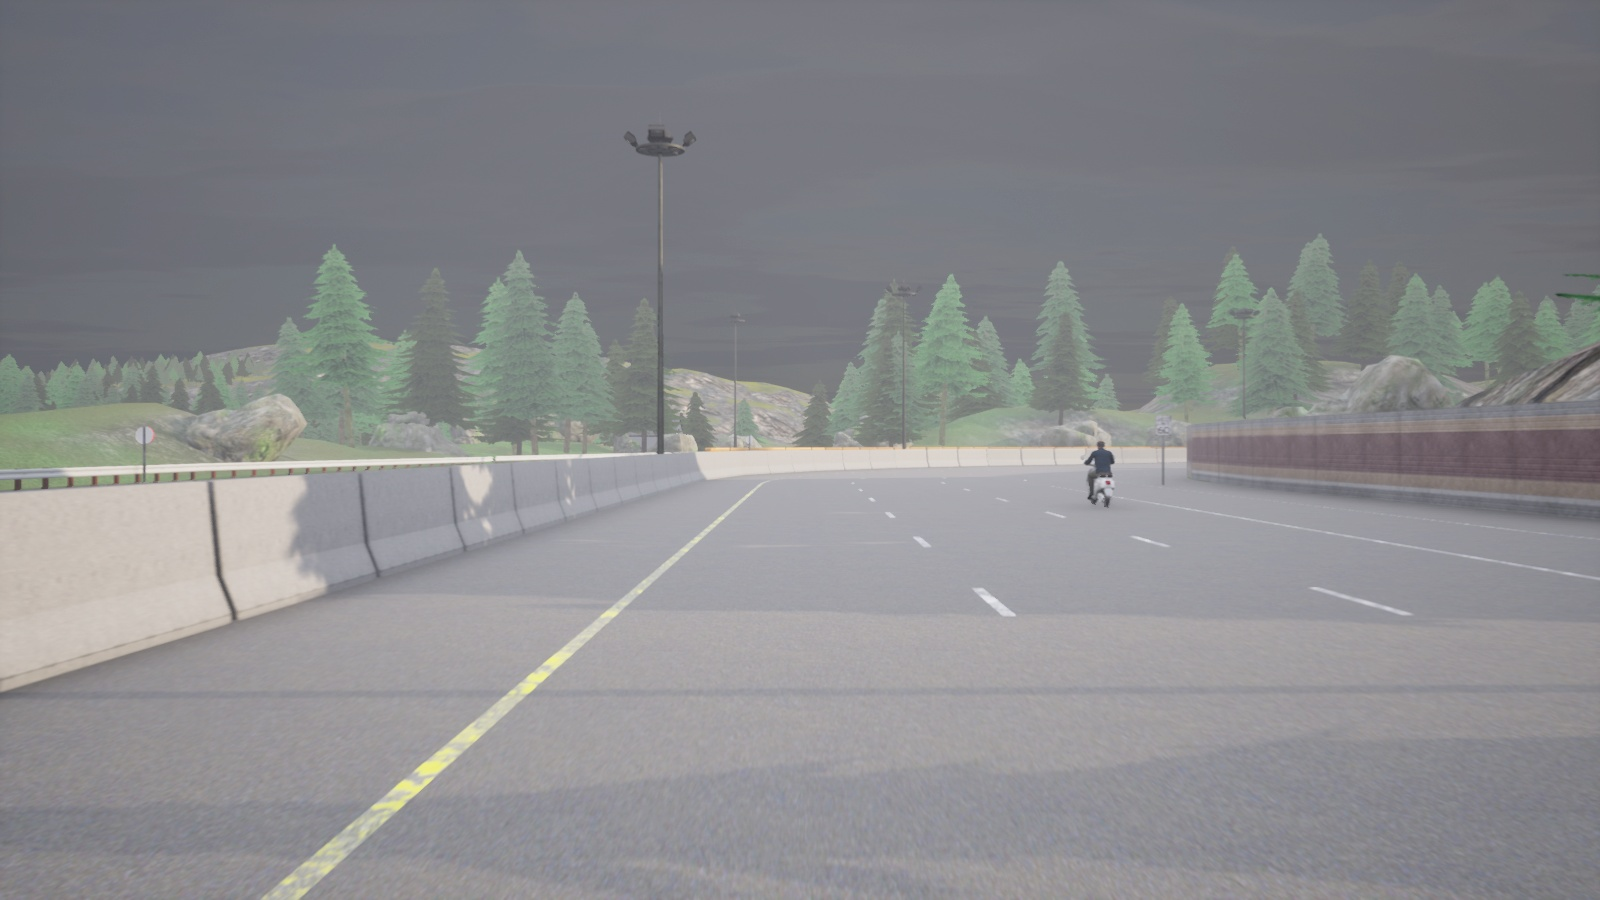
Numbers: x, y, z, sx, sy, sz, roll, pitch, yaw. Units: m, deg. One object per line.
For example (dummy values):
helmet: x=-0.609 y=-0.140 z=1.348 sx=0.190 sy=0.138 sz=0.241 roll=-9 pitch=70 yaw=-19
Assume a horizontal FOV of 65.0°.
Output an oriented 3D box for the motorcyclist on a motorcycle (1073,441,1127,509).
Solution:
motorcyclist on a motorcycle: x=7.179 y=0.574 z=30.098 sx=0.866 sy=1.590 sz=1.817 roll=0 pitch=0 yaw=0
